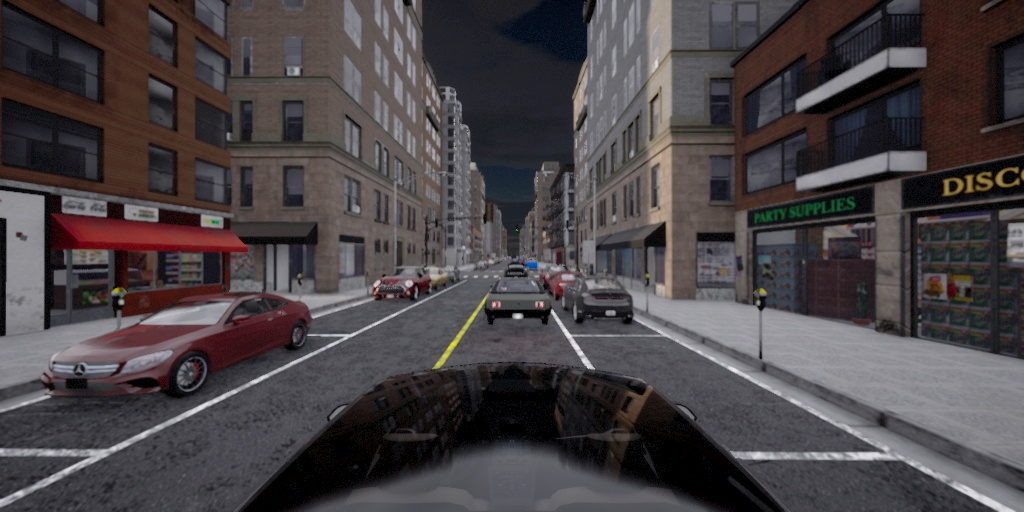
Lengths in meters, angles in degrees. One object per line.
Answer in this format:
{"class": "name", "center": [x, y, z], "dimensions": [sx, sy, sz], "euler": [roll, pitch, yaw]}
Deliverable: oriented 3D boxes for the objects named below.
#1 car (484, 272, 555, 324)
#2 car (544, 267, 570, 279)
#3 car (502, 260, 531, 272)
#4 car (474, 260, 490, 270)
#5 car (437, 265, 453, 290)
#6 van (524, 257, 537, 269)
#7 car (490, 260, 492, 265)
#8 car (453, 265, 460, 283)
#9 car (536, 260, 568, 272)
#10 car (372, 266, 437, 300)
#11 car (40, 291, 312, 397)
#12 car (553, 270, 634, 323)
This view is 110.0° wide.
{"class": "car", "center": [0.184, 1.377, 12.119], "dimensions": [1.895, 1.301, 4.718], "euler": [0, 0, 1]}
{"class": "car", "center": [2.761, 1.372, 17.496], "dimensions": [1.802, 1.307, 4.207], "euler": [0, 0, 0]}
{"class": "car", "center": [0.313, 1.323, 28.380], "dimensions": [1.837, 1.490, 4.892], "euler": [0, 0, 0]}
{"class": "car", "center": [-4.939, 1.435, 55.673], "dimensions": [2.007, 1.370, 4.403], "euler": [0, 0, 0]}
{"class": "car", "center": [-5.218, 1.329, 22.904], "dimensions": [1.751, 1.417, 4.829], "euler": [0, 0, 0]}
{"class": "van", "center": [3.086, 1.225, 55.614], "dimensions": [1.690, 1.789, 3.998], "euler": [0, 0, 0]}
{"class": "car", "center": [-4.891, 1.443, 61.355], "dimensions": [1.888, 1.381, 4.507], "euler": [0, 0, 0]}
{"class": "car", "center": [-5.170, 1.368, 28.593], "dimensions": [2.007, 1.370, 4.403], "euler": [0, 0, 0]}
{"class": "car", "center": [2.808, 1.244, 23.015], "dimensions": [1.967, 1.591, 4.097], "euler": [0, 0, 0]}
{"class": "car", "center": [-5.264, 1.230, 17.557], "dimensions": [1.967, 1.591, 4.097], "euler": [0, 0, 0]}
{"class": "car", "center": [-5.358, 1.344, 6.520], "dimensions": [1.802, 1.307, 4.207], "euler": [0, 0, 0]}
{"class": "car", "center": [2.714, 1.326, 11.977], "dimensions": [2.007, 1.370, 4.403], "euler": [0, 0, 0]}
